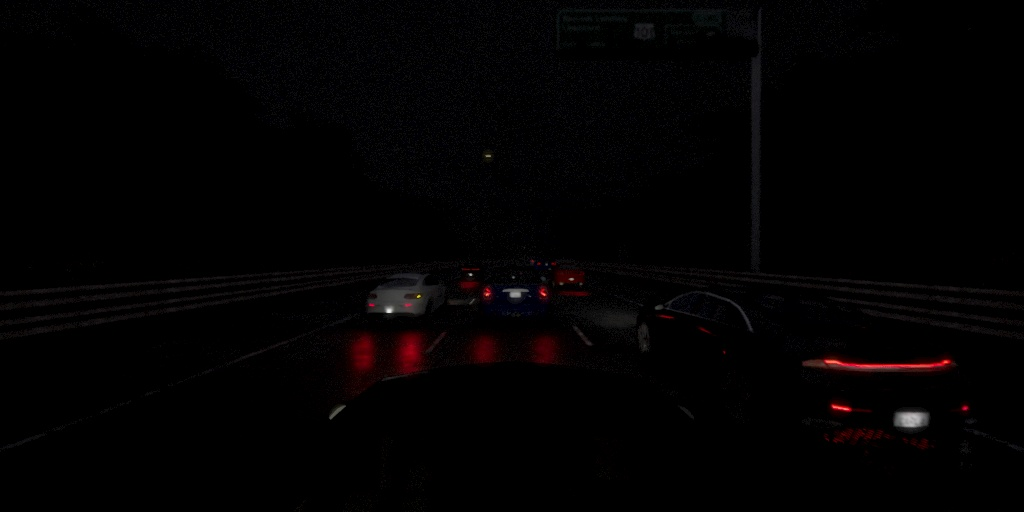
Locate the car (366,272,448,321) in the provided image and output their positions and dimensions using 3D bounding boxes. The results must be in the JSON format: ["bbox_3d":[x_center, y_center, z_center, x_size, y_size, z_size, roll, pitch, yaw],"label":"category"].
[{"bbox_3d":[-3.409,1.274,12.265,1.812,1.442,4.674,0,0,0],"label":"car"}]

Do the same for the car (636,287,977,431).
[{"bbox_3d":[3.501,1.217,5.565,2.128,1.511,4.902,0,0,0],"label":"car"}]

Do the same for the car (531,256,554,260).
[{"bbox_3d":[3.612,0.977,39.562,2.150,2.045,5.566,0,0,1],"label":"car"}]

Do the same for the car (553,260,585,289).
[{"bbox_3d":[3.511,1.211,23.576,1.882,1.535,5.008,0,0,0],"label":"car"}]

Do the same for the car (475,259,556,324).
[{"bbox_3d":[0.104,1.100,12.137,2.097,1.767,4.553,0,0,0],"label":"car"}]

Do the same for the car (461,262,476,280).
[{"bbox_3d":[-3.351,1.286,31.777,1.837,1.490,4.892,0,0,0],"label":"car"}]
